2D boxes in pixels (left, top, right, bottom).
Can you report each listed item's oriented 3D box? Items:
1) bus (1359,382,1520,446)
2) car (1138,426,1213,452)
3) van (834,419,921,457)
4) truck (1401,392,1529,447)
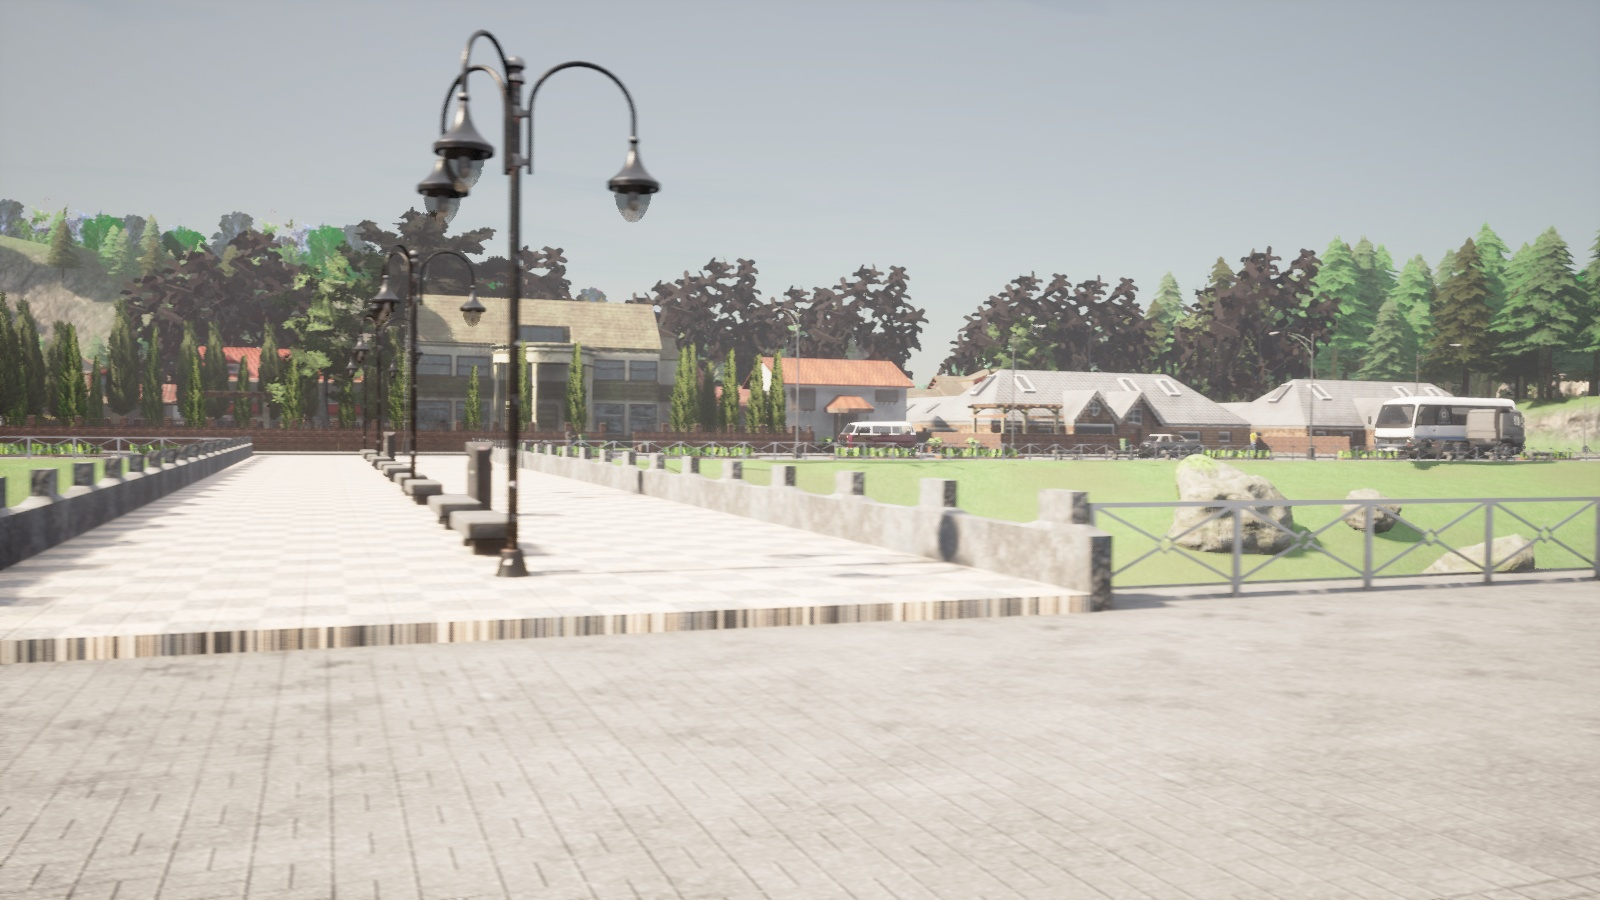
[{"bbox_3d":[44.008,-2.461,86.421,10.273,4.253,3.944,-1,1,-21],"label":"bus"},{"bbox_3d":[22.058,-0.677,73.832,3.806,1.475,1.970,-1,1,-21],"label":"car"},{"bbox_3d":[4.411,-0.688,71.412,4.480,2.038,2.069,-1,1,-21],"label":"van"},{"bbox_3d":[43.381,-1.986,81.910,7.936,3.462,2.891,-1,1,-21],"label":"truck"}]
